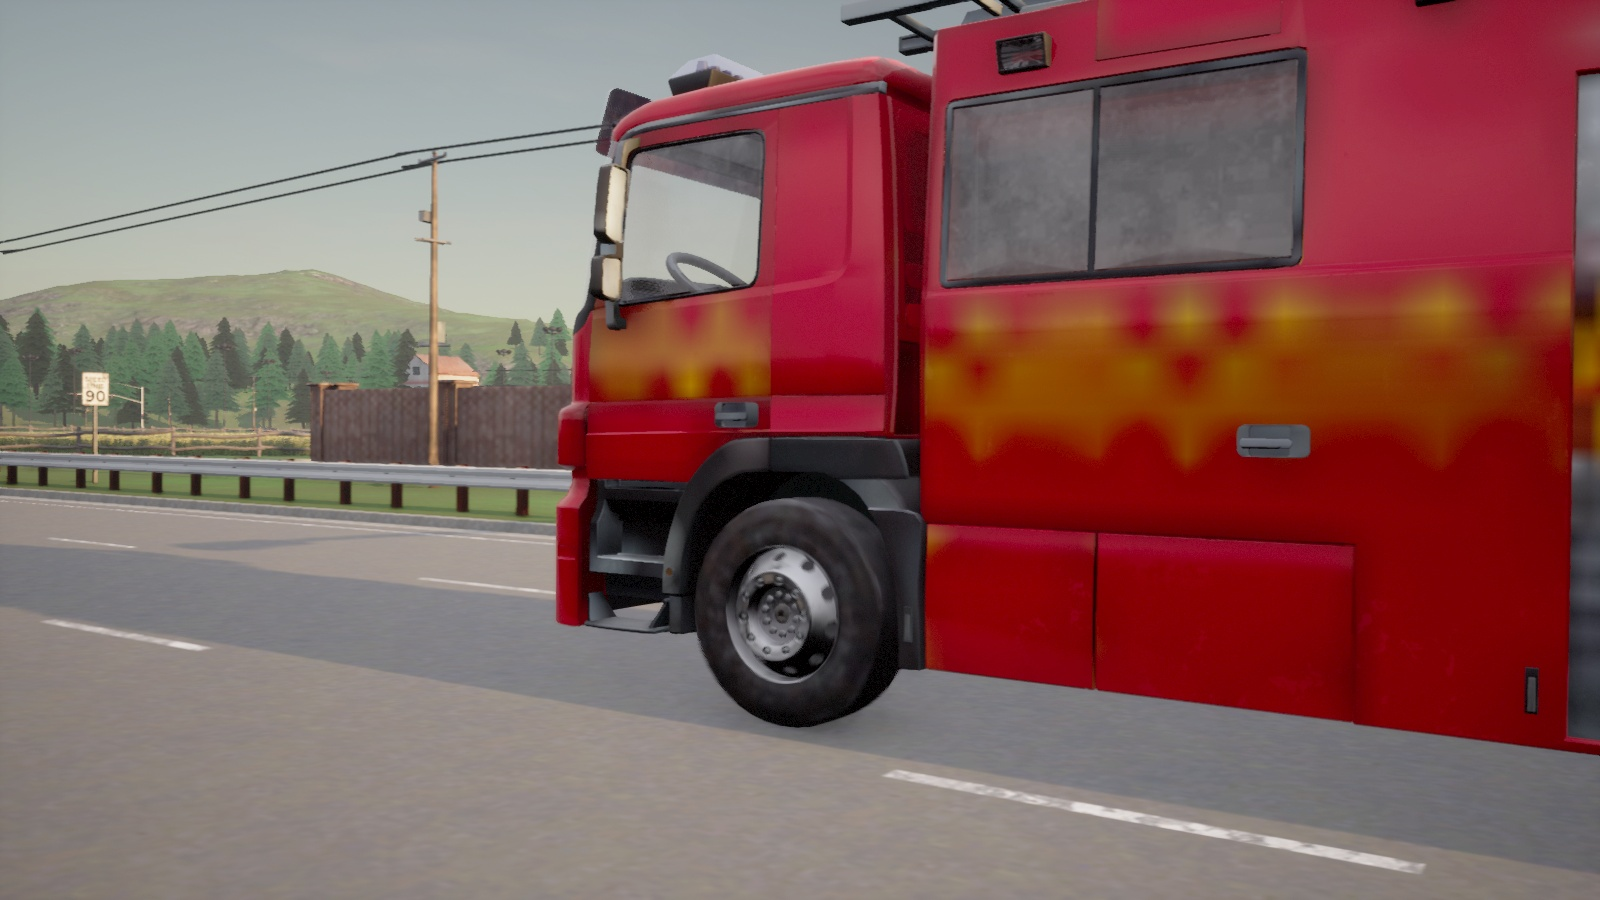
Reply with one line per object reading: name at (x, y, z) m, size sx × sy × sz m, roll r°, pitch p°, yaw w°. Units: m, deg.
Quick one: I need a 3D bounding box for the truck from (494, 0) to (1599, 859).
truck at (2.591, -0.540, 6.080) m, size 8.468 × 3.827 × 2.891 m, roll 0°, pitch 1°, yaw 34°
